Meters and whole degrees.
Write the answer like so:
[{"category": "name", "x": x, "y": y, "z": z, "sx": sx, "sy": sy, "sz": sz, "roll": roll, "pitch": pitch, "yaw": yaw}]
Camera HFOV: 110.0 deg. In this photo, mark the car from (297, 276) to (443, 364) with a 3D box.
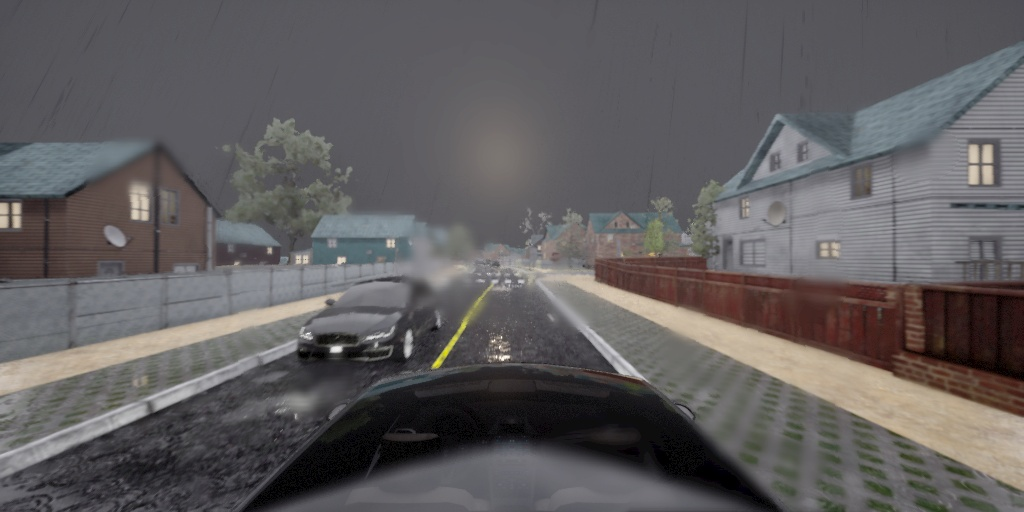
[{"category": "car", "x": -2.844, "y": 1.259, "z": 8.231, "sx": 1.837, "sy": 1.490, "sz": 4.892, "roll": 0, "pitch": 0, "yaw": 0}]
